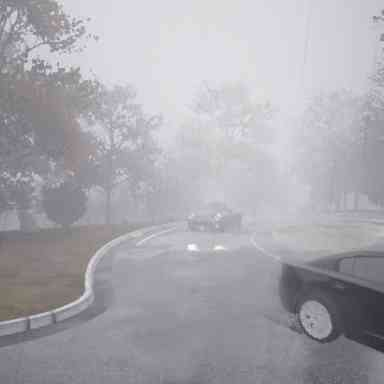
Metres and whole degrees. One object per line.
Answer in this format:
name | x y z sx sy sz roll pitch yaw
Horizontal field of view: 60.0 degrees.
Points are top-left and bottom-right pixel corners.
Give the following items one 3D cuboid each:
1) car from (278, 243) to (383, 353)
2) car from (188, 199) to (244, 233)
car | 3.419 1.478 4.310 1.882 1.535 5.008 0 0 -33
car | 1.499 1.352 19.820 2.097 1.767 4.553 0 0 26
